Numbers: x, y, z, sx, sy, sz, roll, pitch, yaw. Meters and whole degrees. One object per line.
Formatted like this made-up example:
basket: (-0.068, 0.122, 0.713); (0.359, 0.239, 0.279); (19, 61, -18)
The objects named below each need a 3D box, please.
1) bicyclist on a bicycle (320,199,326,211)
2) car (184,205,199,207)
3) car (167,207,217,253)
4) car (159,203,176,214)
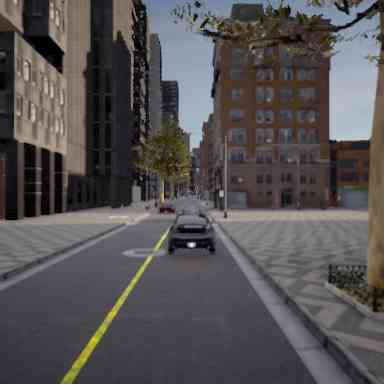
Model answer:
bicyclist on a bicycle: (17.494, 1.701, 44.714); (0.582, 1.620, 1.656); (0, -1, 0)
car: (-0.016, 1.817, 28.983); (2.033, 1.411, 5.357); (0, 0, 0)
car: (-0.004, 1.641, 14.304); (1.837, 1.490, 4.892); (0, 0, 0)
car: (-3.026, 1.982, 41.148); (1.895, 1.301, 4.718); (0, -1, 0)
